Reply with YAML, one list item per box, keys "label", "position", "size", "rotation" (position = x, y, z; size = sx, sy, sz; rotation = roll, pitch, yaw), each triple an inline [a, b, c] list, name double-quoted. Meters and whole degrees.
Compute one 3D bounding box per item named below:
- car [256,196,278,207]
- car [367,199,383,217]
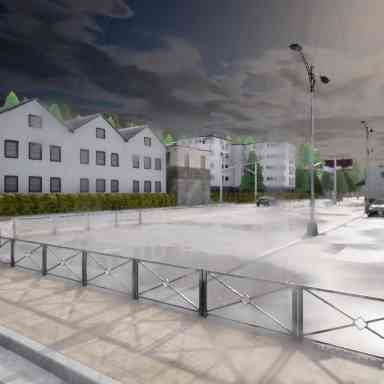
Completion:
- label: "car"
  position: [10.673, 1.313, 47.132]
  size: [1.837, 1.490, 4.892]
  rotation: [0, 0, 32]
- label: "car"
  position: [15.421, 1.298, 26.811]
  size: [2.007, 1.523, 4.514]
  rotation: [0, 0, 35]
